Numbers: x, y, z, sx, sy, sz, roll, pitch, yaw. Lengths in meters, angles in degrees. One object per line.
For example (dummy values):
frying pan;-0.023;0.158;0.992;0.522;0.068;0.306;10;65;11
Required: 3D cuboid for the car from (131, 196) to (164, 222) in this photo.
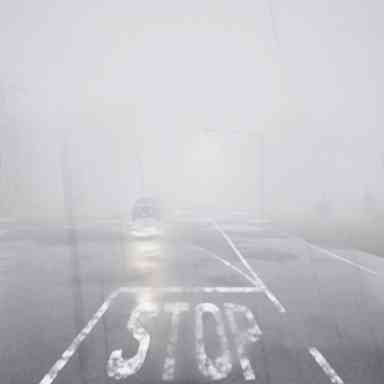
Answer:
car;-3.517;1.374;27.231;2.150;2.045;5.566;1;-2;0
